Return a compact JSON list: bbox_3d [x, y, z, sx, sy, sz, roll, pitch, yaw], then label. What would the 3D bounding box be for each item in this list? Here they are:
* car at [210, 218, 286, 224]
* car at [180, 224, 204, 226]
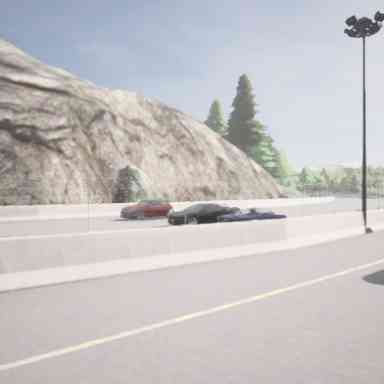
[{"bbox_3d":[3.633,1.630,20.314,4.718,1.301,1.895,0,0,-40],"label":"car"},{"bbox_3d":[0.688,1.514,22.433,5.008,1.535,1.882,0,0,-40],"label":"car"}]
